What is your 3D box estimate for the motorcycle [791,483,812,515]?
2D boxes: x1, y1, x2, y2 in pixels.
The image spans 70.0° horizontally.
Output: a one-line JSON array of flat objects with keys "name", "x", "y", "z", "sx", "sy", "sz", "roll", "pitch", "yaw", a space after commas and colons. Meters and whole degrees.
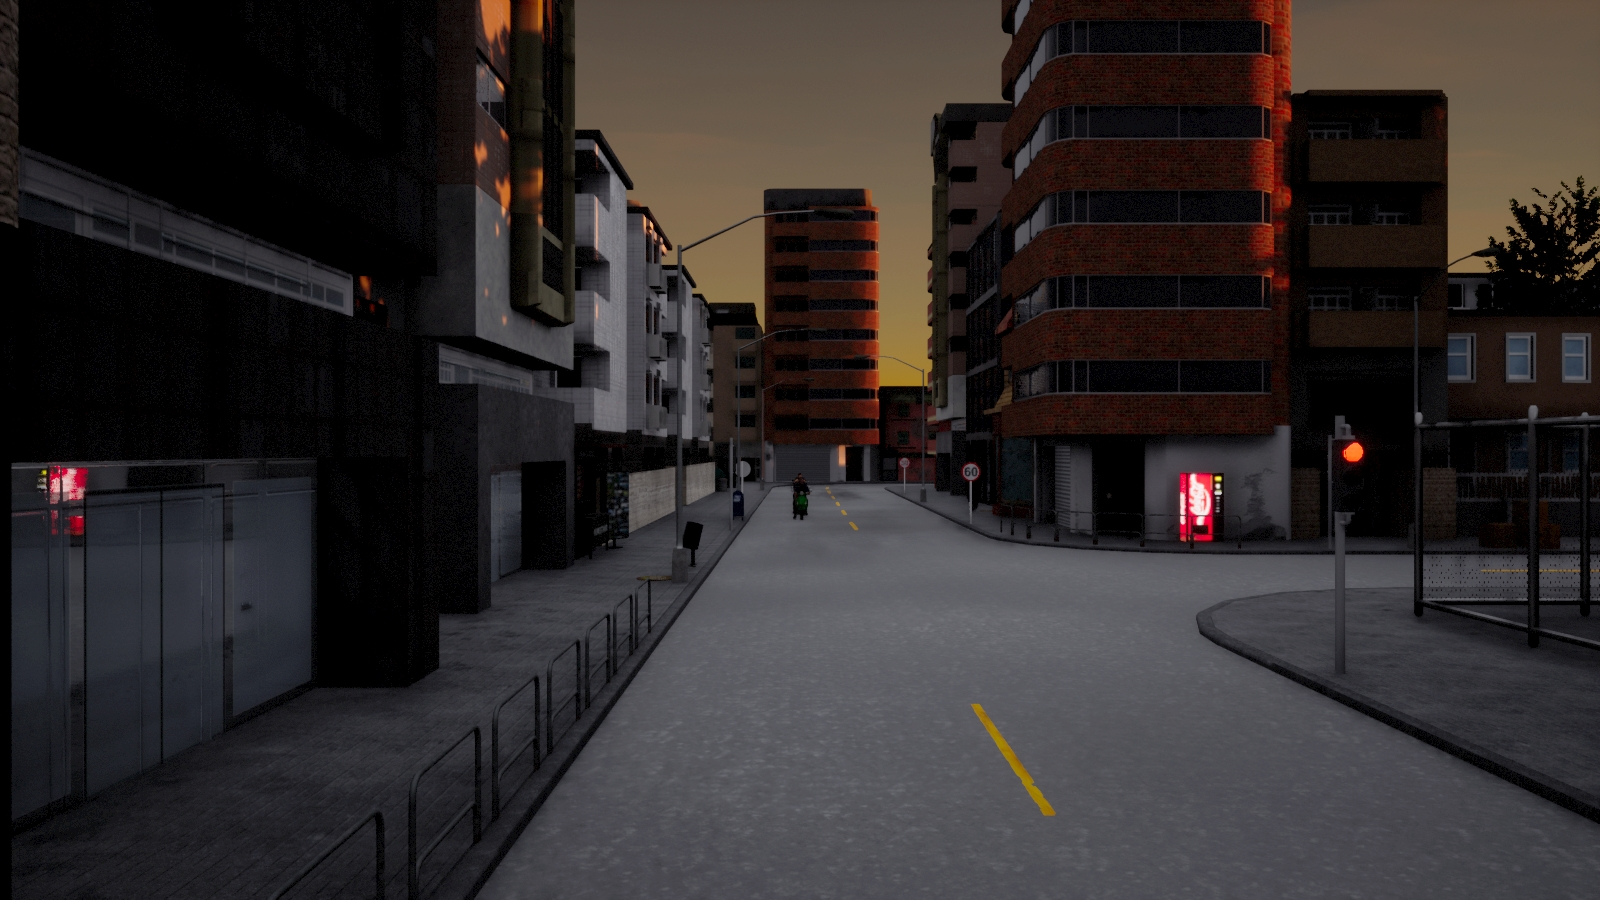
[{"name": "motorcycle", "x": 0.063, "y": 1.970, "z": 46.521, "sx": 0.856, "sy": 1.236, "sz": 1.805, "roll": 0, "pitch": 0, "yaw": 0}]

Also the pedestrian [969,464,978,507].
[{"name": "pedestrian", "x": 7.533, "y": 1.532, "z": 49.657, "sx": 0.375, "sy": 1.860, "sz": 0.375, "roll": 0, "pitch": 0, "yaw": 14}]

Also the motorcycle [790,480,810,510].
[{"name": "motorcycle", "x": 0.019, "y": 1.970, "z": 50.389, "sx": 0.856, "sy": 1.236, "sz": 1.805, "roll": 0, "pitch": 0, "yaw": 0}]
